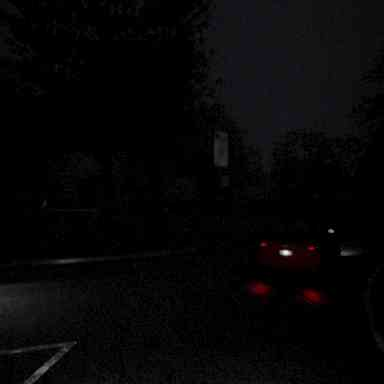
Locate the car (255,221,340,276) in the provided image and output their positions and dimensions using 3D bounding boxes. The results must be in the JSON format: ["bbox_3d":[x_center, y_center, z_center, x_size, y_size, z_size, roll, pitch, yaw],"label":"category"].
[{"bbox_3d":[3.567,1.655,10.864,1.994,1.385,4.181,0,0,29],"label":"car"}]

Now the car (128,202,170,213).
[{"bbox_3d":[-5.070,1.881,39.251,4.718,1.301,1.895,1,0,12],"label":"car"}]
